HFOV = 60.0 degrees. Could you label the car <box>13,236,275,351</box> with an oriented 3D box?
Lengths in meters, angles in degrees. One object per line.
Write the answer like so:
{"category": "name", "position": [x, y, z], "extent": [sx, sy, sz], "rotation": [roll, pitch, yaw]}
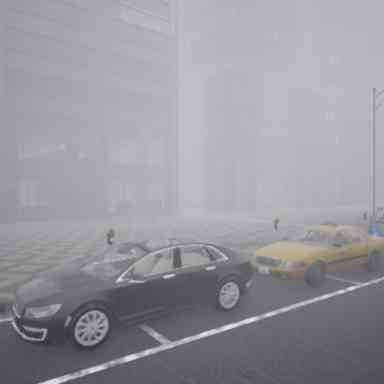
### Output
{"category": "car", "position": [-0.788, 1.551, 6.090], "extent": [4.403, 1.369, 2.008], "rotation": [0, 0, -35]}

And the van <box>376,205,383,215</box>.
{"category": "van", "position": [8.397, 1.342, 12.641], "extent": [3.998, 1.788, 1.690], "rotation": [0, 0, -35]}

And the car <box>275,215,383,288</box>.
{"category": "car", "position": [3.666, 1.526, 9.267], "extent": [4.829, 1.417, 1.752], "rotation": [0, 0, -35]}
